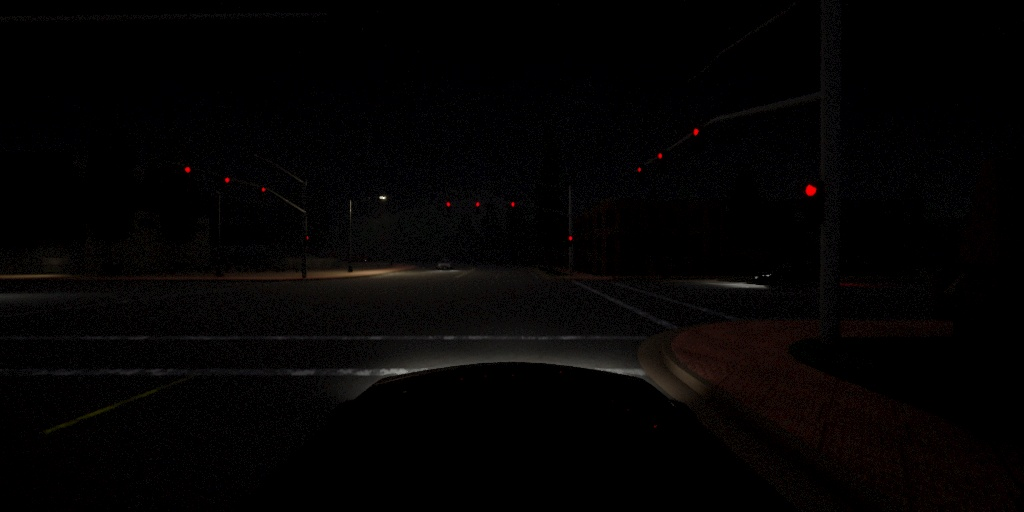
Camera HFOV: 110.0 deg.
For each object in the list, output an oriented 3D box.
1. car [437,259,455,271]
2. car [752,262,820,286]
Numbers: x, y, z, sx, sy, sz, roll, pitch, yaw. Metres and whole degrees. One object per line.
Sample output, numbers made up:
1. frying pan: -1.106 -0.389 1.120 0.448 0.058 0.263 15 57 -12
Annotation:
1. car: -8.340 1.115 45.623 1.812 1.442 4.674 0 1 -5
2. car: 18.430 1.148 23.480 4.892 1.490 1.837 0 0 0
